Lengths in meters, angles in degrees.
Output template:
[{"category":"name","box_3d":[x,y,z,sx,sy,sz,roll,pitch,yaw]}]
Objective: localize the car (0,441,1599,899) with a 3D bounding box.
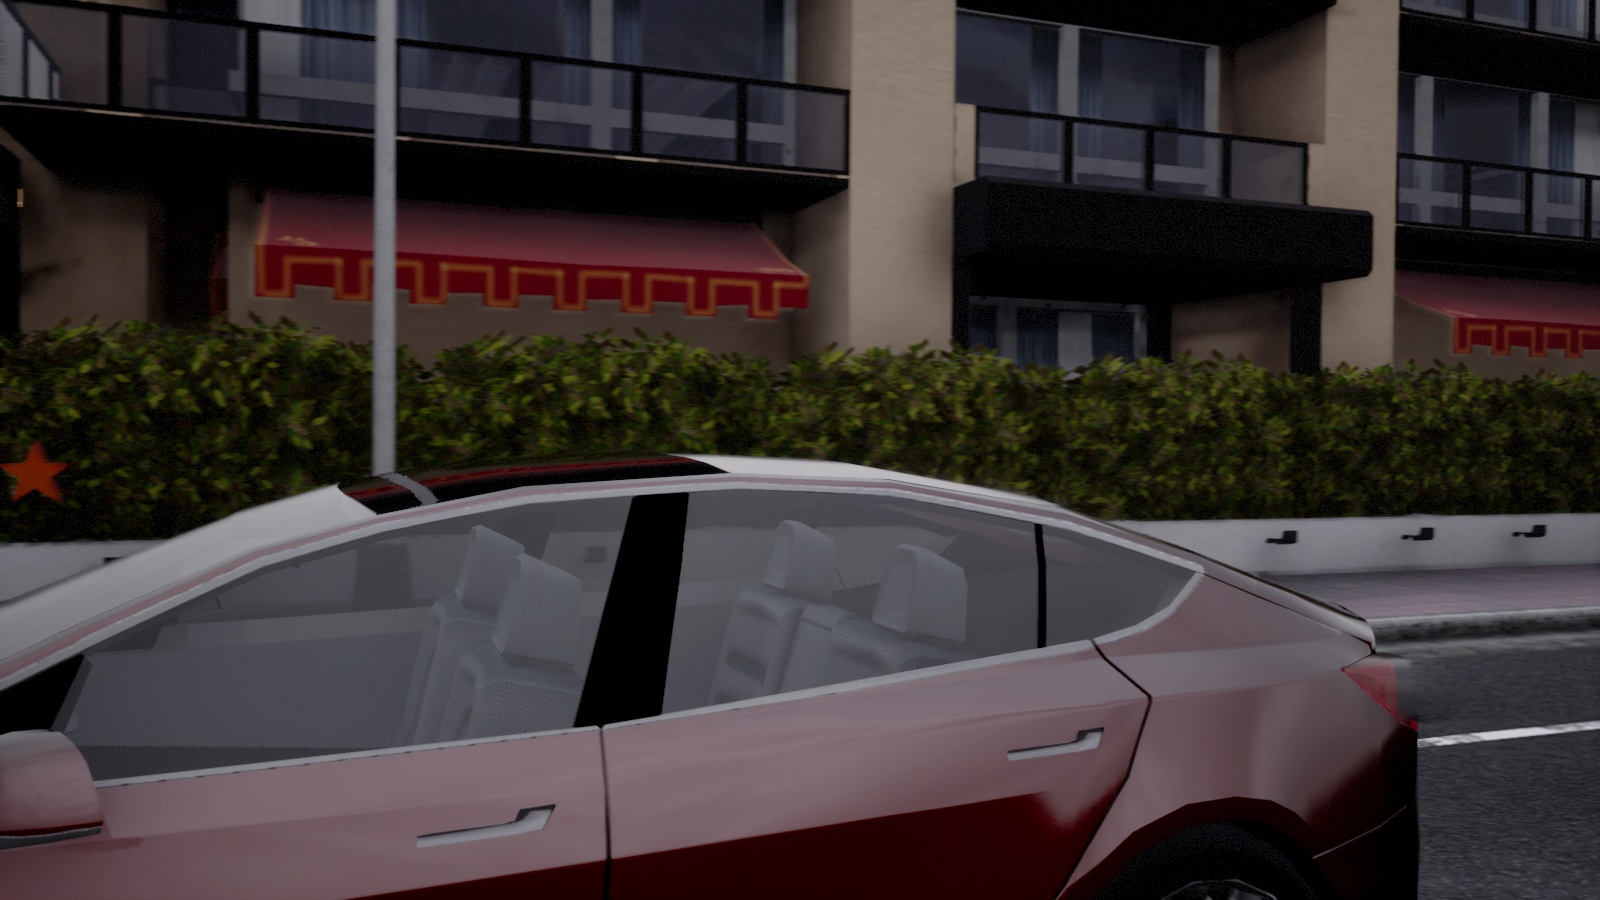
[{"category":"car","box_3d":[-0.798,0.759,2.936,4.792,1.488,2.163,-1,1,-21]}]
